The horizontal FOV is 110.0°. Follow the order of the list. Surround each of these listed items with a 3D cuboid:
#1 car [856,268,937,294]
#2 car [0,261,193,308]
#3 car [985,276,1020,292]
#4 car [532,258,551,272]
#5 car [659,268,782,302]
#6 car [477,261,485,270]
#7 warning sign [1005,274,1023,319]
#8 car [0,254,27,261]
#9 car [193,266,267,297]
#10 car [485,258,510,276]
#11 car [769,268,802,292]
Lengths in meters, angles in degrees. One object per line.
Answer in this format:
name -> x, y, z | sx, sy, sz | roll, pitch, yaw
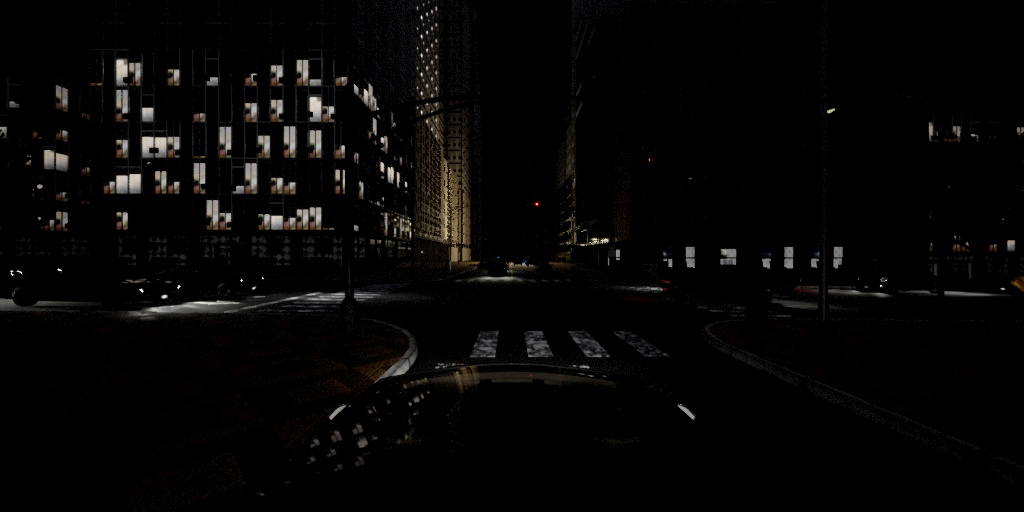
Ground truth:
car -> 26.746, 1.606, 24.885 | 4.553, 1.767, 2.097 | 1, 0, -3
car -> -15.290, 1.042, 13.035 | 5.357, 1.411, 2.033 | 1, 0, 0
car -> 36.761, 2.035, 25.336 | 4.718, 1.301, 1.895 | 1, 0, -2
car -> 3.955, 1.329, 45.552 | 1.948, 1.339, 4.313 | 0, 0, 0
car -> 9.852, 1.459, 17.562 | 4.892, 1.490, 1.837 | 1, 2, 7
car -> -3.994, 1.343, 51.050 | 1.802, 1.307, 4.207 | 0, 0, 0
warning sign -> 17.281, 1.204, 11.741 | 1.060, 1.860, 1.300 | 0, 0, -3
car -> -22.916, 0.706, 15.911 | 4.553, 1.767, 2.097 | 1, 0, -3
car -> -14.011, 1.118, 16.315 | 4.718, 1.301, 1.895 | 1, 0, -3
car -> -1.475, 1.245, 37.098 | 1.882, 1.535, 5.008 | 0, 0, 0
car -> 16.900, 1.569, 24.437 | 4.902, 1.511, 2.128 | 1, 0, -3
